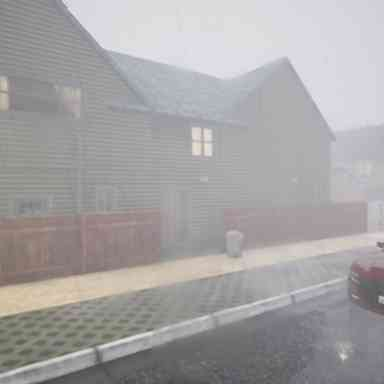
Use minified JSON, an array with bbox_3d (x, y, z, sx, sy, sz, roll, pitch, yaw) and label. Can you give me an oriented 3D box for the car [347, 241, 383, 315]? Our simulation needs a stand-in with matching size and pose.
[{"bbox_3d":[5.122,1.444,6.724,5.008,1.535,1.882,0,0,-35],"label":"car"}]
